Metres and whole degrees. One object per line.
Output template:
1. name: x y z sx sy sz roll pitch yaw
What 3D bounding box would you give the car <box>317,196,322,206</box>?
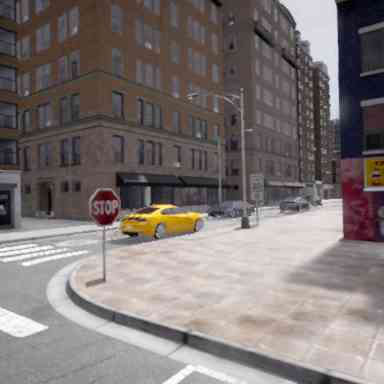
1. car: 16.904 1.260 47.019 1.837 1.490 4.892 -2 -1 36

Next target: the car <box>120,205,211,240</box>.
1. car: -1.342 1.398 16.722 1.882 1.535 5.008 -2 -1 36

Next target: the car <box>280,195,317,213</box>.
1. car: 10.250 1.257 32.866 2.128 1.511 4.902 -2 -1 36

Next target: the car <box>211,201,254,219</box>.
1. car: 3.458 1.444 28.463 2.033 1.411 5.357 -2 -1 36
